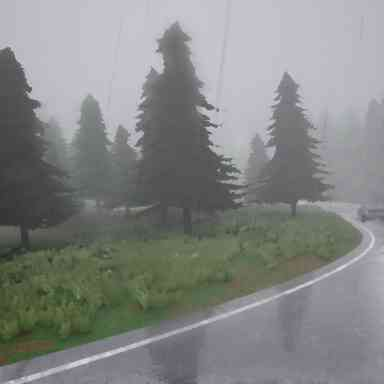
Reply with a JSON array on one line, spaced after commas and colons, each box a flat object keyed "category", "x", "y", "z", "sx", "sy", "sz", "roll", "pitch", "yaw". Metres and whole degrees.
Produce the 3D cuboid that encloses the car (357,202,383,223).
[{"category": "car", "x": 15.804, "y": 1.725, "z": 29.130, "sx": 2.097, "sy": 1.767, "sz": 4.553, "roll": -3, "pitch": -2, "yaw": 20}]
